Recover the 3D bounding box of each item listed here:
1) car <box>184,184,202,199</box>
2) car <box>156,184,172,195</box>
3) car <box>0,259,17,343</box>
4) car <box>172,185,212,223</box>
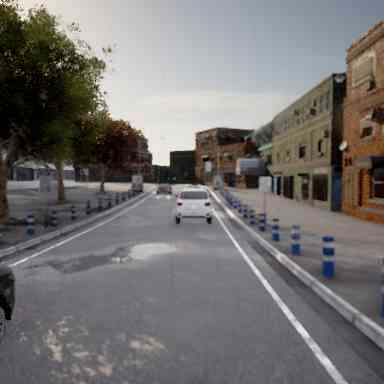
[{"bbox_3d":[0.105,-0.096,40.076,2.033,1.411,5.357,0,4,0],"label":"car"},{"bbox_3d":[-3.590,-0.340,43.792,1.994,1.385,4.181,0,4,0],"label":"car"},{"bbox_3d":[-3.599,1.479,3.123,2.128,1.511,4.902,0,0,0],"label":"car"},{"bbox_3d":[0.102,0.741,21.258,2.150,2.045,5.566,0,3,0],"label":"car"}]
